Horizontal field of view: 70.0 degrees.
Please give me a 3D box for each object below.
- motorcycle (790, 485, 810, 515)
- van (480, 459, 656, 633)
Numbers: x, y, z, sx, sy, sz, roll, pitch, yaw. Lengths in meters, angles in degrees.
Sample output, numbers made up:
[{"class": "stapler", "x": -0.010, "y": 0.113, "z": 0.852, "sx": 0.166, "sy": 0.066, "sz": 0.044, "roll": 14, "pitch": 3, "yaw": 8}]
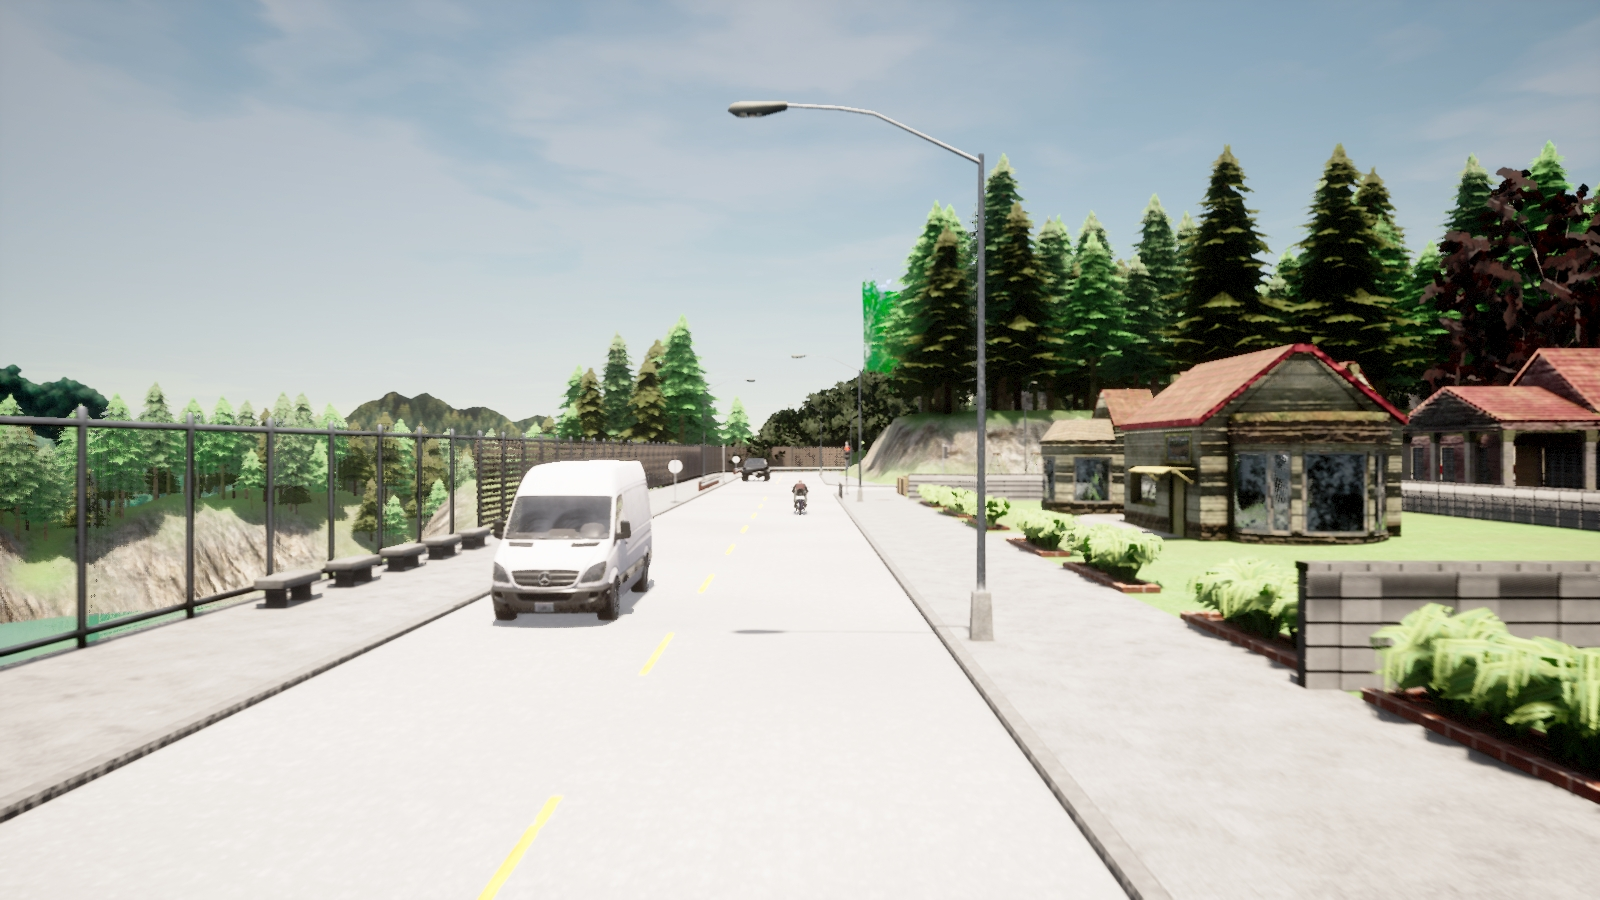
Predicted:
[{"class": "motorcycle", "x": 0.014, "y": 2.205, "z": 50.706, "sx": 0.867, "sy": 1.251, "sz": 2.209, "roll": 0, "pitch": 0, "yaw": 0}, {"class": "van", "x": -3.993, "y": 1.529, "z": 20.777, "sx": 1.988, "sy": 2.561, "sz": 5.915, "roll": 0, "pitch": 1, "yaw": 0}]
